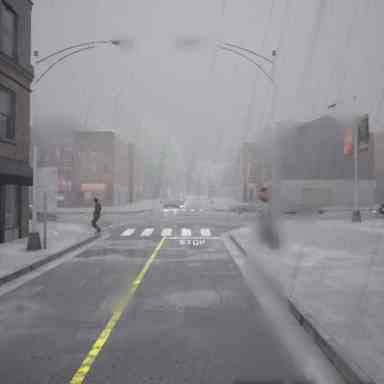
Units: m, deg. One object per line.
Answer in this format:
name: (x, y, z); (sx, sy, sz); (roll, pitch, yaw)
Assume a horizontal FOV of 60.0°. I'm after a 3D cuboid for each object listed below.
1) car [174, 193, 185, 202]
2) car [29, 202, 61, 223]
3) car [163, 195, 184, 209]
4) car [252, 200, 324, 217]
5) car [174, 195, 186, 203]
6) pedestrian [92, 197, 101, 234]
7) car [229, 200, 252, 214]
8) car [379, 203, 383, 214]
car: (-2.480, 1.291, 56.232); (2.097, 1.767, 4.553); (0, 0, 0)
car: (-12.046, 1.460, 24.349); (4.674, 1.442, 1.812); (0, -1, 4)
car: (-2.681, 1.505, 44.911); (2.033, 1.411, 5.357); (0, 0, 4)
car: (8.154, 1.376, 27.882); (5.357, 1.411, 2.033); (-1, -1, 0)
car: (-2.396, 1.413, 68.338); (2.128, 1.511, 4.902); (0, 0, 1)
pedestrian: (-4.657, 1.133, 16.320); (0.375, 1.860, 0.375); (1, -1, 0)
car: (6.562, 1.544, 34.740); (5.357, 1.411, 2.033); (-1, -1, 4)
car: (16.648, 1.130, 24.702); (5.008, 1.535, 1.882); (-1, -1, 0)
